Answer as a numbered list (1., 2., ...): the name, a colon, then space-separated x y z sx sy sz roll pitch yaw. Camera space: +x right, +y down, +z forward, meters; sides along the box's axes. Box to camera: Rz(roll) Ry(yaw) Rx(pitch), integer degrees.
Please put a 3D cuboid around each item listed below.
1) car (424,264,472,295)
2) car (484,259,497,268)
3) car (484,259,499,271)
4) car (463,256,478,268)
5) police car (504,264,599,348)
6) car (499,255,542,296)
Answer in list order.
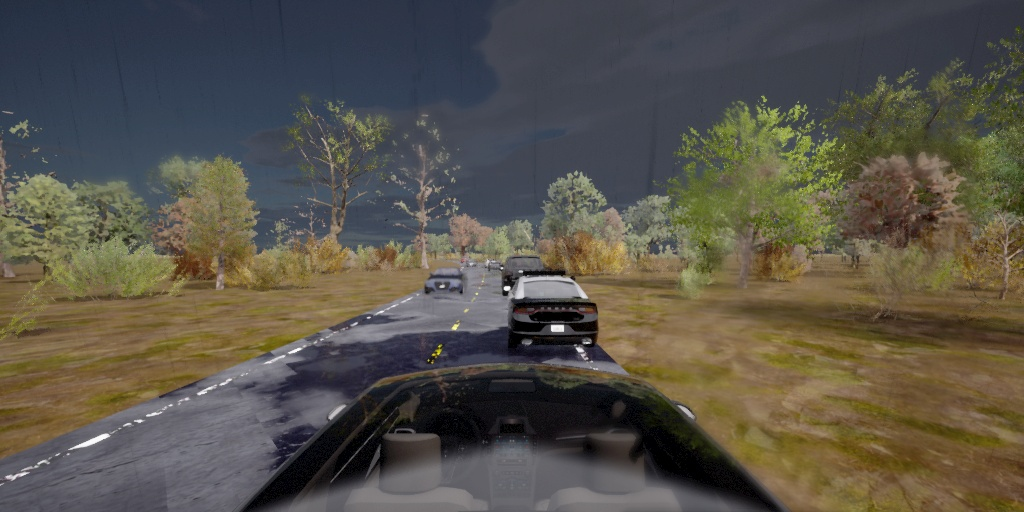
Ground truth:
1. car: -3.520 1.312 19.673 1.994 1.385 4.181 0 0 -2
2. car: -3.593 1.278 59.865 1.812 1.442 4.674 0 0 -8
3. car: -2.313 1.240 48.066 2.128 1.511 4.902 0 0 -5
4. car: -7.056 1.248 62.360 2.128 1.511 4.902 0 0 -7
5. police car: 0.820 1.174 9.415 1.930 1.638 5.238 0 0 -1
6. car: 0.531 0.972 19.380 2.150 2.045 5.566 0 0 -2
